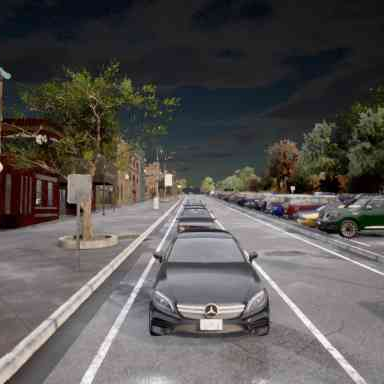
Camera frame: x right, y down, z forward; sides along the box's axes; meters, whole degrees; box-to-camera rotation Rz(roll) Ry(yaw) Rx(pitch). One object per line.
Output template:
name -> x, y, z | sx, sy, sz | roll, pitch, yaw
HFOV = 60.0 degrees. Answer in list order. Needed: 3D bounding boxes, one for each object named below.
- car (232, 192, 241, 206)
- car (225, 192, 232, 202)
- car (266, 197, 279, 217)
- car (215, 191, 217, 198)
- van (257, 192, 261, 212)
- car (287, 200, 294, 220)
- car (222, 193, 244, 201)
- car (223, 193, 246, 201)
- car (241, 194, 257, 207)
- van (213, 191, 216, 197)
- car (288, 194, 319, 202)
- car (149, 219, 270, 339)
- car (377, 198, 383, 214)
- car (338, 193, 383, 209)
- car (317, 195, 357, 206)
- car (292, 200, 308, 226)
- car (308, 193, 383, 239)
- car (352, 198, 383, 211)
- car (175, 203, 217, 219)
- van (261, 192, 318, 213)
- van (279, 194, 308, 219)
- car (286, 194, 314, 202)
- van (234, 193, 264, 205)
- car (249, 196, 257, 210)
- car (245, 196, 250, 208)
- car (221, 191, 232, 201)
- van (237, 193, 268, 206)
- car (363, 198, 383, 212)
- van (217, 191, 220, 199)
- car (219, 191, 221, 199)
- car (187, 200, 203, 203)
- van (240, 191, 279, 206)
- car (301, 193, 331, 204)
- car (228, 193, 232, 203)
car -> 9.050, 1.113, 47.848 | 5.566, 2.045, 2.435 | 0, 1, 0
car -> 8.980, 1.279, 61.867 | 4.674, 1.452, 2.002 | 0, 1, 0
car -> 9.205, 1.460, 28.219 | 5.008, 1.535, 2.097 | 0, 0, 0
car -> 8.845, 1.064, 81.488 | 5.008, 1.535, 2.097 | 0, 1, 0
van -> 9.289, 1.222, 33.828 | 4.442, 1.987, 1.878 | 0, 0, 0
car -> 9.251, 1.506, 22.613 | 4.674, 1.452, 2.002 | 0, 0, 0
car -> 8.876, 1.014, 73.078 | 4.553, 1.767, 2.185 | 0, 1, 0
car -> 8.895, 1.039, 70.274 | 4.553, 1.767, 2.185 | 0, 1, 0
car -> 9.122, 1.408, 42.242 | 4.892, 1.521, 2.231 | 0, 0, 0
van -> 8.677, 0.764, 89.895 | 4.442, 1.987, 1.878 | 0, 1, 0
car -> 21.856, 1.208, 65.155 | 5.366, 1.575, 1.946 | 0, 0, 0
car -> 0.255, 1.524, 6.803 | 1.812, 1.442, 4.674 | 0, 0, 0
car -> 22.432, 1.444, 34.622 | 5.366, 1.575, 1.946 | 0, 0, 0
car -> 22.162, 1.153, 42.948 | 5.566, 2.045, 2.435 | 0, 0, 0
car -> 22.321, 1.332, 51.279 | 5.366, 1.575, 1.946 | 0, 1, 0
car -> 9.082, 1.466, 19.808 | 5.366, 1.575, 1.946 | 0, 0, 0
car -> 9.258, 1.220, 17.006 | 5.566, 2.045, 2.435 | 0, 0, 0
car -> 22.238, 1.451, 40.176 | 4.792, 1.488, 2.163 | 0, 0, 0
car -> 0.199, 1.532, 17.382 | 2.033, 1.411, 5.357 | 0, 0, 0
van -> 9.075, 1.230, 31.025 | 4.442, 1.987, 1.878 | 0, 0, 0
van -> 9.346, 1.237, 25.416 | 4.442, 1.987, 1.878 | 0, 0, 0
car -> 22.028, 1.188, 67.933 | 4.892, 1.521, 2.231 | 0, 1, 0
van -> 9.156, 1.088, 53.456 | 4.442, 1.987, 1.878 | 0, 1, 0
car -> 9.183, 1.469, 36.631 | 4.792, 1.488, 2.163 | 0, 0, 0
car -> 9.132, 1.465, 39.439 | 4.674, 1.452, 2.002 | 0, 0, 0
car -> 8.936, 0.963, 64.667 | 5.566, 2.045, 2.435 | 0, 1, 0
van -> 9.175, 1.113, 50.653 | 4.442, 1.987, 1.878 | 0, 1, 0
car -> 22.199, 1.468, 37.392 | 4.792, 1.488, 2.163 | 0, 0, 0
van -> 8.753, 0.863, 78.682 | 4.442, 1.987, 1.878 | 0, 1, 0
car -> 8.917, 0.938, 67.470 | 5.566, 2.045, 2.435 | 0, 1, 0
car -> 0.230, 1.442, 29.830 | 2.128, 1.511, 4.902 | 0, 0, 0
van -> 9.213, 1.163, 45.048 | 4.442, 1.987, 1.878 | 0, 0, 0
car -> 22.109, 1.135, 59.605 | 4.553, 1.767, 2.185 | 0, 1, 0
car -> 9.014, 1.290, 56.260 | 4.892, 1.521, 2.231 | 0, 1, 0
